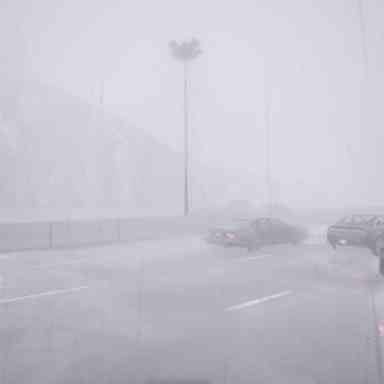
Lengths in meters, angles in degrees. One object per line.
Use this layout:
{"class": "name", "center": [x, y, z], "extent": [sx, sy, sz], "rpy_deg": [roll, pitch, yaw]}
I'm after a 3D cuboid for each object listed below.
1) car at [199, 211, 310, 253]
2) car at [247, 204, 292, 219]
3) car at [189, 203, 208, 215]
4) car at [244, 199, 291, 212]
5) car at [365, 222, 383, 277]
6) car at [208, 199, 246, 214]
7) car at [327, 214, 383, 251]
{"class": "car", "center": [3.059, 1.788, 15.014], "extent": [5.357, 1.411, 2.033], "rpy_deg": [0, -1, -38]}
{"class": "car", "center": [8.748, 2.133, 37.372], "extent": [5.357, 1.411, 2.033], "rpy_deg": [0, -1, -37]}
{"class": "car", "center": [1.822, 2.186, 40.880], "extent": [4.892, 1.490, 1.837], "rpy_deg": [1, -2, -38]}
{"class": "car", "center": [7.589, 1.854, 32.073], "extent": [4.553, 1.767, 2.097], "rpy_deg": [0, -1, -38]}
{"class": "car", "center": [6.950, 1.628, 9.177], "extent": [4.892, 1.490, 1.837], "rpy_deg": [0, -1, -38]}
{"class": "car", "center": [5.010, 1.853, 38.922], "extent": [5.566, 2.045, 2.150], "rpy_deg": [1, -1, -37]}
{"class": "car", "center": [7.667, 1.695, 14.170], "extent": [4.902, 1.511, 2.128], "rpy_deg": [0, -1, -38]}
